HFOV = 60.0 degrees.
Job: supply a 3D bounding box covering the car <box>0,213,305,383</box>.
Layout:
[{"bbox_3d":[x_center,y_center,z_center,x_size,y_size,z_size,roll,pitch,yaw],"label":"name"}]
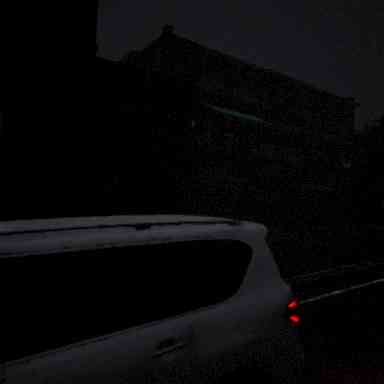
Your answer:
[{"bbox_3d":[-1.570,1.237,2.400,5.566,2.045,2.150,1,-1,-34],"label":"car"}]
